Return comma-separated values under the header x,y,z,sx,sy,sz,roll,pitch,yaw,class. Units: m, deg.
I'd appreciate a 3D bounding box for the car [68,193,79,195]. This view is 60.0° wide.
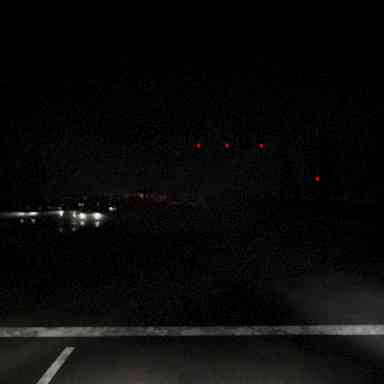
x,y,z,sx,sy,sz,roll,pitch,yaw,class
-17.539,1.131,49.775,2.150,2.045,5.566,0,0,2,car

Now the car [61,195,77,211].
x,y,z,sx,sy,sz,roll,pitch,yaw,class
-14.070,1.431,40.001,1.837,1.490,4.892,0,0,0,car

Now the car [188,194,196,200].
x,y,z,sx,sy,sz,roll,pitch,yaw,class
0.026,1.166,78.727,1.882,1.535,5.008,0,0,0,car

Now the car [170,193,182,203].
x,y,z,sx,sy,sz,roll,pitch,yaw,class
-3.477,1.380,68.308,1.837,1.490,4.892,0,0,0,car

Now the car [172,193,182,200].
x,y,z,sx,sy,sz,roll,pitch,yaw,class
-3.474,1.044,78.698,2.097,1.767,4.553,0,0,0,car

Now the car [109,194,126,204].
x,y,z,sx,sy,sz,roll,pitch,yaw,class
-14.018,1.238,62.758,2.097,1.767,4.553,0,0,1,car

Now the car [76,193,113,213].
x,y,z,sx,sy,sz,roll,pitch,yaw,class
-10.578,1.285,36.467,2.097,1.767,4.553,0,0,0,car

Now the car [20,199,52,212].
x,y,z,sx,sy,sz,roll,pitch,yaw,class
-17.576,1.495,37.625,1.994,1.385,4.181,0,0,0,car

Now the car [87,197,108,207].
x,y,z,sx,sy,sz,roll,pitch,yaw,class
-14.064,1.472,49.868,1.994,1.385,4.181,0,0,0,car

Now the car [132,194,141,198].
x,y,z,sx,sy,sz,roll,pitch,yaw,class
-10.539,1.241,60.342,2.097,1.767,4.553,0,0,0,car

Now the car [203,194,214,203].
x,y,z,sx,sy,sz,roll,pitch,yaw,class
3.523,1.422,68.306,2.033,1.411,5.357,0,0,0,car

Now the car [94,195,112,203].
x,y,z,sx,sy,sz,roll,pitch,yaw,class
-17.478,1.427,65.648,2.033,1.411,5.357,0,0,0,car

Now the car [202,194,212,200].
x,y,z,sx,sy,sz,roll,pitch,yaw,class
3.526,1.228,78.726,2.033,1.411,5.357,0,0,0,car

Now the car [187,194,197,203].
x,y,z,sx,sy,sz,roll,pitch,yaw,class
0.023,1.380,68.307,1.837,1.490,4.892,0,0,0,car

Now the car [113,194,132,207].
x,y,z,sx,sy,sz,roll,pitch,yaw,class
-10.571,1.460,48.098,2.033,1.411,5.357,0,0,0,car
